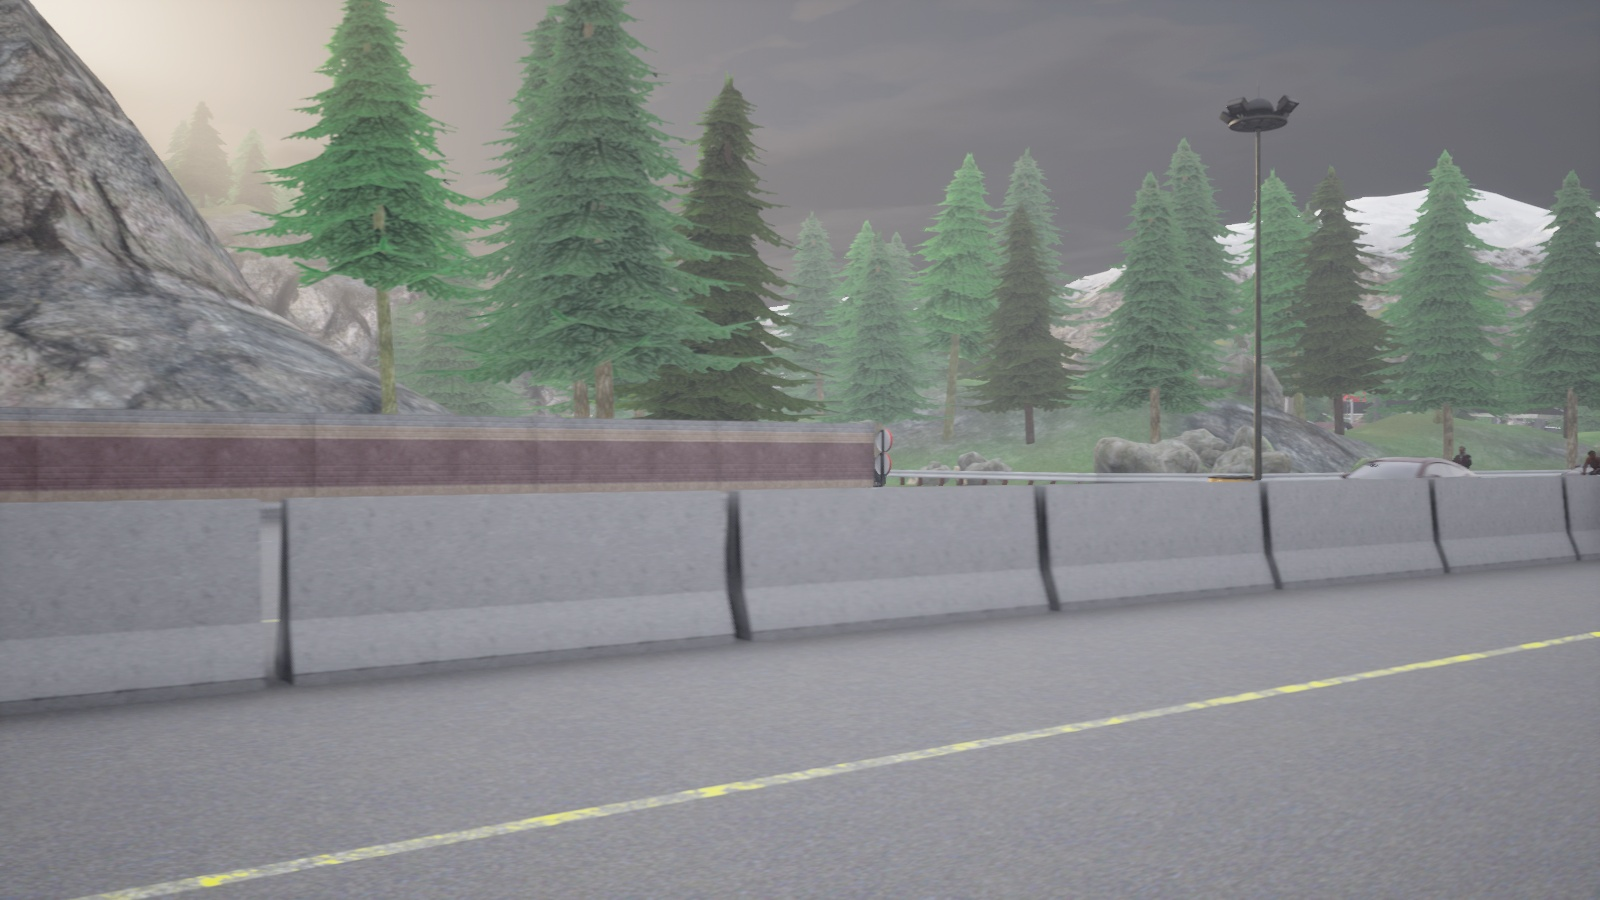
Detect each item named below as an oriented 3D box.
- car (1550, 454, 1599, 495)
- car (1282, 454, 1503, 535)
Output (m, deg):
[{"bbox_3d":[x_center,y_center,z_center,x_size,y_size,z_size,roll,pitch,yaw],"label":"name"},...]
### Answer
[{"bbox_3d":[29.154,0.857,45.355,4.181,1.385,1.994,0,0,-35],"label":"car"},{"bbox_3d":[11.667,0.806,24.616,4.674,1.442,1.812,0,0,-35],"label":"car"}]
